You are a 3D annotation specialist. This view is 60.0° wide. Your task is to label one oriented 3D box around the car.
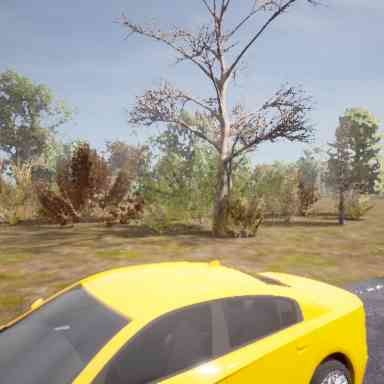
[{"bbox_3d":[-0.447,1.478,2.950,5.008,1.535,1.882,0,0,-35],"label":"car"}]
